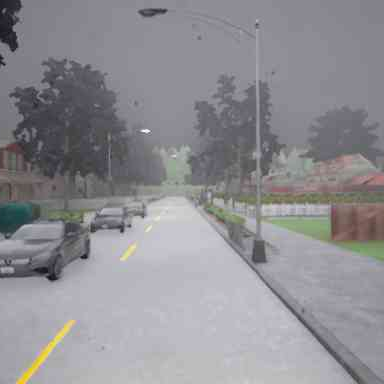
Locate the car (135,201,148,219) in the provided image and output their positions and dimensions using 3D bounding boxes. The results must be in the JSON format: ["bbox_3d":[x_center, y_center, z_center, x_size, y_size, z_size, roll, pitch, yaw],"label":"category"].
[{"bbox_3d":[-5.110,1.608,30.505,1.812,1.442,4.674,0,0,-2],"label":"car"}]

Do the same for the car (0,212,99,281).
[{"bbox_3d":[-4.399,1.575,10.110,1.812,1.442,4.674,0,0,-2],"label":"car"}]

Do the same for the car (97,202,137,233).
[{"bbox_3d":[-4.765,1.592,20.239,1.812,1.442,4.674,0,0,-2],"label":"car"}]
